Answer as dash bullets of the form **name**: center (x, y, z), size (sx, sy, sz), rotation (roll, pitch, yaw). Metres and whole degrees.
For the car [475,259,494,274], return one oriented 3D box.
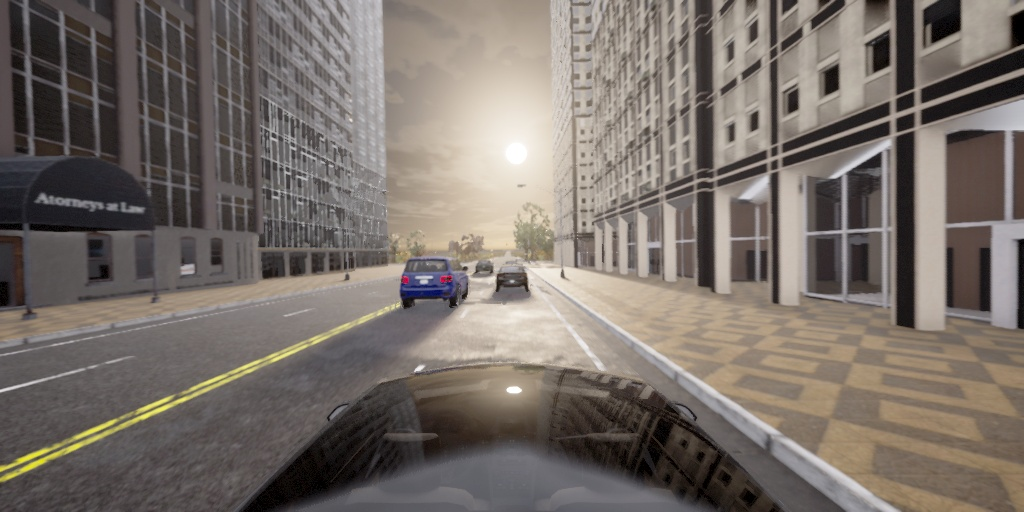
- **car**: center (-3.313, 1.198, 44.204), size (2.097, 1.767, 4.553), rotation (-1, 0, 0)

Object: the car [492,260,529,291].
- **car**: center (0.002, 1.247, 22.139), size (1.882, 1.535, 5.008), rotation (-1, 0, 0)

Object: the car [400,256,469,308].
- **car**: center (-3.233, 1.045, 15.844), size (2.150, 2.045, 5.566), rotation (-1, 0, 0)
